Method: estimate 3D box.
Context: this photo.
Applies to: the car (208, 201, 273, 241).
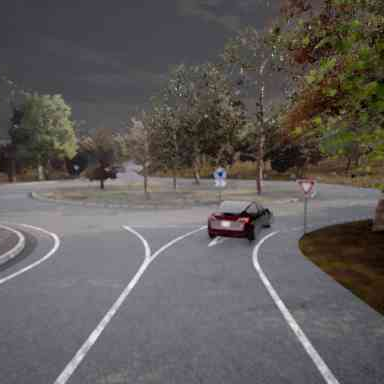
[{"bbox_3d":[2.252,1.091,14.908,2.163,1.488,4.792,2,5,24],"label":"car"}]
